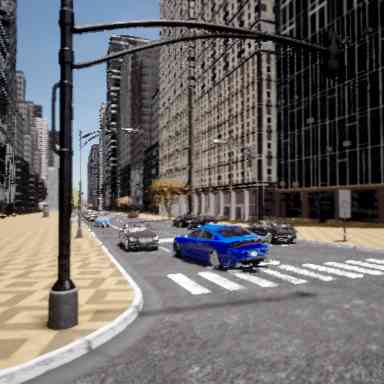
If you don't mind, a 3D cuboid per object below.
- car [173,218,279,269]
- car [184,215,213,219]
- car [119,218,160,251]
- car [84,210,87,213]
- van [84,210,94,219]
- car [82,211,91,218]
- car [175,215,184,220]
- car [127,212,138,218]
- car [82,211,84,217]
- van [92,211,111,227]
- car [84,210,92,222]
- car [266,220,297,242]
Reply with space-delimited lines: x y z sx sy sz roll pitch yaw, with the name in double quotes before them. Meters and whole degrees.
"car" 0.920 2.052 13.407 1.882 1.535 5.008 -3 -1 -29
"car" 1.062 2.974 31.829 1.947 1.339 4.313 0 -2 -20
"car" -3.009 2.361 18.417 2.008 1.369 4.403 0 -2 -20
"car" -18.205 4.420 60.545 1.752 1.417 4.829 0 -3 -20
"van" -22.079 4.775 71.282 1.690 1.788 3.998 0 -3 -20
"car" -25.888 5.513 81.845 1.887 1.381 4.507 0 -3 -20
"car" -0.845 3.234 37.114 1.947 1.339 4.313 -1 -2 -20
"car" -12.284 4.830 68.828 1.802 1.307 4.206 -1 -3 -20
"car" -20.169 4.713 65.989 1.887 1.381 4.507 0 -3 -20
"van" -10.640 3.190 39.570 1.690 1.788 3.998 0 -3 -20
"car" -16.355 4.188 55.418 2.008 1.369 4.403 0 -3 -20
"car" 4.875 2.441 21.257 2.008 1.369 4.403 0 -2 -20
